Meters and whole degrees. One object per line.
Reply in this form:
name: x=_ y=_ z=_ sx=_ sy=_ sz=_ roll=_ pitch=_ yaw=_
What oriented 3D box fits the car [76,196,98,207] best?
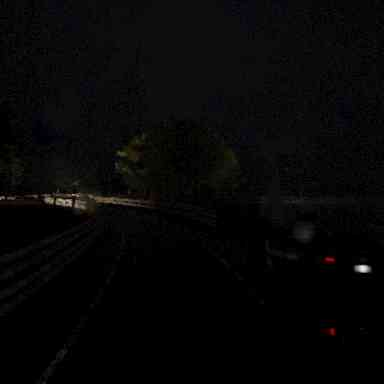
car: x=-15.241 y=1.570 z=49.079 sx=1.812 sy=1.442 sz=4.674 roll=0 pitch=0 yaw=-34

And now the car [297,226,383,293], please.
car: x=4.041 y=1.613 z=9.052 sx=1.994 sy=1.385 sz=4.181 roll=-1 pitch=0 yaw=12

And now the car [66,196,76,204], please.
car: x=-20.715 y=1.451 z=57.740 sx=2.128 sy=1.511 sz=4.902 roll=0 pitch=1 yaw=-27
